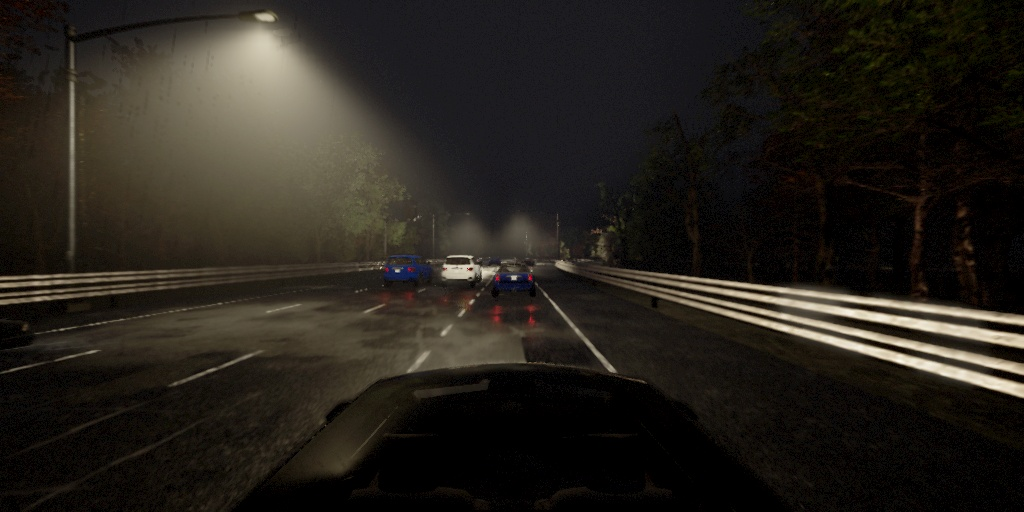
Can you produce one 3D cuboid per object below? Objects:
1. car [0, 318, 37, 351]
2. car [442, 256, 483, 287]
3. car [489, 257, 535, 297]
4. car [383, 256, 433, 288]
[{"bbox_3d":[-10.402,1.299,4.586,2.033,1.411,5.357,0,0,0],"label":"car"},{"bbox_3d":[-3.405,0.987,24.868,2.150,2.045,5.566,0,0,0],"label":"car"},{"bbox_3d":[0.099,1.113,19.252,2.097,1.767,4.553,0,0,0],"label":"car"},{"bbox_3d":[-6.909,0.987,24.341,2.150,2.045,5.566,0,0,0],"label":"car"}]
